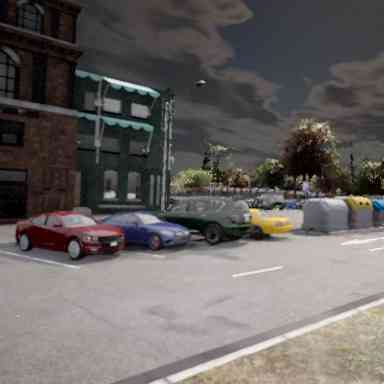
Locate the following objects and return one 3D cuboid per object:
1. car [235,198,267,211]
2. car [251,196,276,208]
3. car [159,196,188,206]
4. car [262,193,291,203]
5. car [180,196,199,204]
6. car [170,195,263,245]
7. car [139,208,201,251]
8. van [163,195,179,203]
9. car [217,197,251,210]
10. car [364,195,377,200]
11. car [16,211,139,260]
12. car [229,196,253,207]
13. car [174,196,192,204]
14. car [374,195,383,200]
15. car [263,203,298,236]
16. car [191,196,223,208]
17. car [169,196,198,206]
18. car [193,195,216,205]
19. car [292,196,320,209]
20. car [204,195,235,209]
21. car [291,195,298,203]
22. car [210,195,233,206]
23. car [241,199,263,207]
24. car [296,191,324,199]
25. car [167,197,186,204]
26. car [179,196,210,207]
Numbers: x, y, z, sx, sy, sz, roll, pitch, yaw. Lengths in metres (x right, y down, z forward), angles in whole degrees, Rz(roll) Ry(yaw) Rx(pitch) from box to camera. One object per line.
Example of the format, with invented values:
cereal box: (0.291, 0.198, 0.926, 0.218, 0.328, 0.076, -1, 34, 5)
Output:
car: (7.158, 1.463, 40.256, 2.002, 1.452, 4.674, 1, -1, 35)
car: (13.247, 1.856, 61.174, 2.435, 2.045, 5.566, 2, -2, 35)
car: (-2.949, 1.428, 54.841, 2.097, 1.535, 5.008, 0, -1, 36)
car: (8.841, 1.170, 37.803, 2.435, 2.045, 5.566, 1, -1, 35)
car: (-0.542, 1.988, 81.041, 2.185, 1.767, 4.553, 1, -2, 35)
car: (0.232, 1.299, 16.109, 5.566, 2.045, 2.435, -1, -1, 35)
car: (-2.204, 1.568, 14.352, 4.674, 1.452, 2.002, -1, -1, 35)
van: (-5.620, 1.897, 88.614, 1.878, 1.987, 4.442, 1, -2, 35)
car: (5.469, 1.425, 42.685, 2.231, 1.521, 4.892, 0, -1, 35)
car: (23.601, 1.853, 46.325, 2.435, 2.045, 5.566, 1, -2, 35)
car: (-4.676, 1.501, 12.608, 5.008, 1.535, 2.097, -1, -1, 35)
car: (9.835, 1.860, 66.191, 2.435, 2.045, 5.566, 1, -2, 35)
car: (-2.275, 1.988, 83.525, 2.185, 1.767, 4.553, 1, -2, 35)
car: (28.078, 1.219, 51.781, 2.097, 1.767, 4.553, 3, 2, -34)
car: (2.572, 1.564, 17.947, 5.366, 1.575, 1.946, -1, -1, 35)
car: (2.202, 1.427, 47.706, 1.946, 1.575, 5.366, 0, -1, 35)
car: (-1.282, 1.456, 52.388, 2.163, 1.488, 4.792, 1, -1, 35)
car: (2.943, 1.864, 76.125, 2.435, 2.045, 5.566, 1, -2, 35)
car: (18.443, 1.982, 53.768, 2.185, 1.767, 4.553, 2, -2, 35)
car: (3.770, 1.298, 45.097, 2.185, 1.767, 4.553, 0, -1, 35)
car: (16.713, 1.982, 56.252, 2.185, 1.767, 4.553, 2, -2, 35)
car: (6.349, 1.859, 71.109, 2.435, 2.045, 5.566, 2, -2, 35)
car: (11.509, 2.137, 63.648, 2.163, 1.488, 4.792, 2, -2, 35)
car: (21.559, 0.612, 61.257, 2.033, 1.411, 5.357, 3, 2, -34)
car: (-3.965, 2.118, 86.029, 2.231, 1.521, 4.892, 2, -2, 35)
car: (0.418, 1.427, 49.977, 2.231, 1.521, 4.892, 0, -1, 35)
